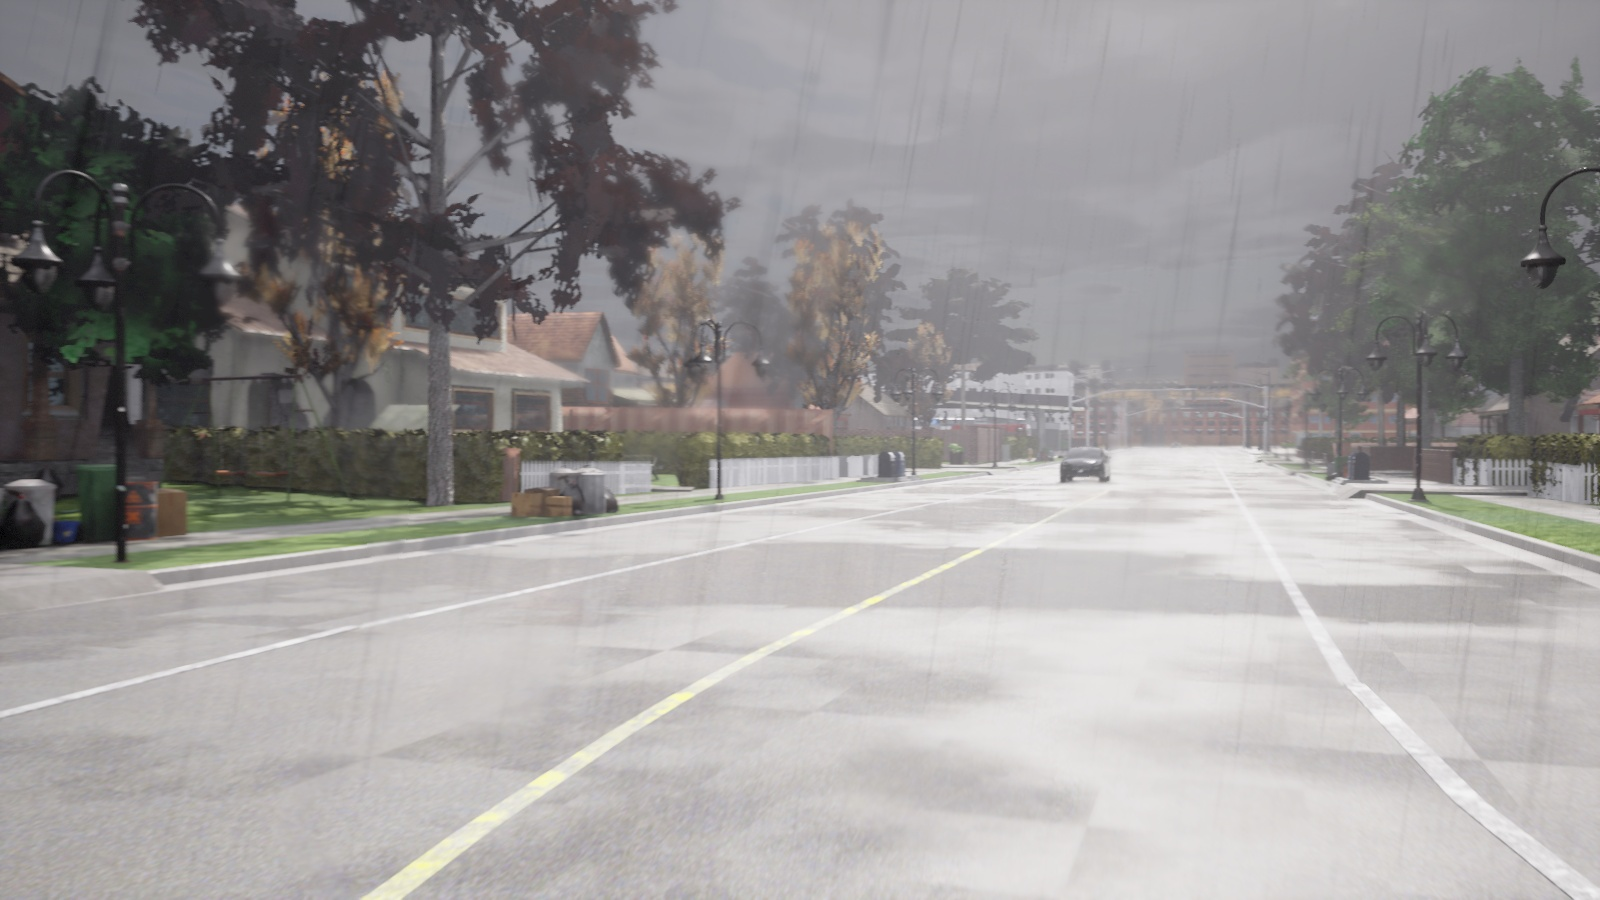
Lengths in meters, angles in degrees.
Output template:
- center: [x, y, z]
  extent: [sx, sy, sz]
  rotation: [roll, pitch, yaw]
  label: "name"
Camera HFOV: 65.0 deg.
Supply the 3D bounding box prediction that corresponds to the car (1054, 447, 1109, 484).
- center: [11.956, 0.622, 53.051]
  extent: [1.837, 1.490, 4.892]
  rotation: [0, 0, 18]
  label: "car"
